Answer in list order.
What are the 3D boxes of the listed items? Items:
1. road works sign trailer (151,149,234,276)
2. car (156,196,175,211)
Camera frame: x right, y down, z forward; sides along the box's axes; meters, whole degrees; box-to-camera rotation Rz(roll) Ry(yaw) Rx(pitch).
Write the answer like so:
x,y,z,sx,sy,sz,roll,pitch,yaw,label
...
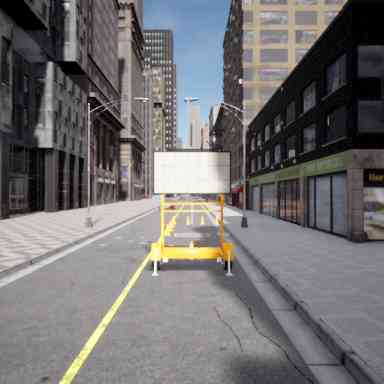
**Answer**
x,y,z,sx,sy,sz,roll,pitch,yaw,label
0.007,0.467,10.360,2.380,3.560,2.880,0,0,0,road works sign trailer
-3.095,1.570,41.391,1.812,1.442,4.674,0,0,0,car
